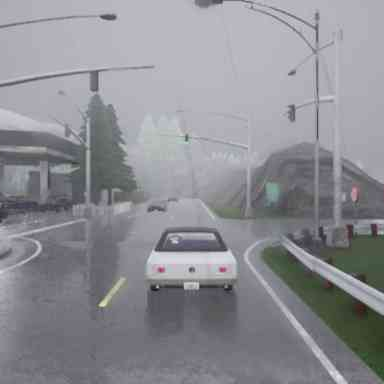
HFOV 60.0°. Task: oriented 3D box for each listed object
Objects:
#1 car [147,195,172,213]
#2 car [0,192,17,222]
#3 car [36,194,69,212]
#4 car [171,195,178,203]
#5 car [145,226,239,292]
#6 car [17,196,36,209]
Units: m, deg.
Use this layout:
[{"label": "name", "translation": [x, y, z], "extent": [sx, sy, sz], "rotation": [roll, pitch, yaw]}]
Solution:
[{"label": "car", "translation": [-3.500, 1.390, 34.775], "extent": [2.033, 1.411, 5.357], "rotation": [0, 0, 0]}, {"label": "car", "translation": [-14.069, 1.001, 20.409], "extent": [5.566, 2.045, 2.150], "rotation": [-1, -1, 14]}, {"label": "car", "translation": [-14.527, 1.152, 35.436], "extent": [1.905, 1.878, 3.866], "rotation": [0, 0, -1]}, {"label": "car", "translation": [-3.499, 1.238, 60.480], "extent": [1.895, 1.301, 4.718], "rotation": [0, 0, 0]}, {"label": "car", "translation": [-0.033, 1.560, 8.812], "extent": [1.895, 1.301, 4.718], "rotation": [0, 0, -1]}, {"label": "car", "translation": [-20.234, 1.300, 39.715], "extent": [2.242, 1.667, 4.611], "rotation": [0, 0, -1]}]
